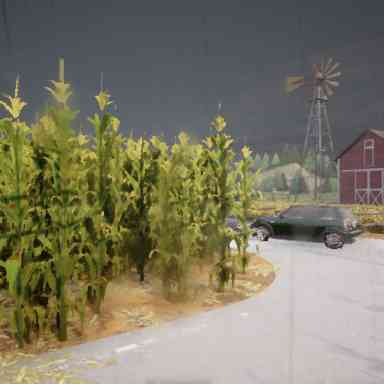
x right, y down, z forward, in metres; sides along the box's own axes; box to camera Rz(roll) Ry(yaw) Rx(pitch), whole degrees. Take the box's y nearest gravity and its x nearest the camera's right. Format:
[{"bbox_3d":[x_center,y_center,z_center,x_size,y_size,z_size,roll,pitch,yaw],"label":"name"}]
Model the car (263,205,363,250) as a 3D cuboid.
[{"bbox_3d":[4.831,1.341,14.523,4.553,1.767,2.097,0,-1,40],"label":"car"}]
